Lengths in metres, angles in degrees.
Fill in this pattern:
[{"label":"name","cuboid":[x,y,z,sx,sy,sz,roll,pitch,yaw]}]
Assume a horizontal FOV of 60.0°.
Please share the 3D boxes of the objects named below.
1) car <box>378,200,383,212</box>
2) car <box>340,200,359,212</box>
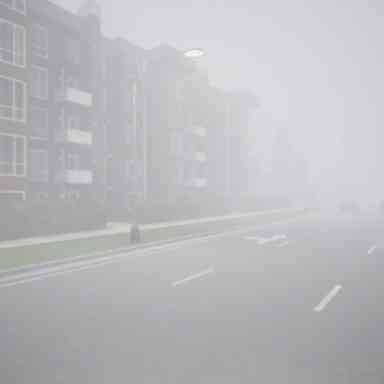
[{"label":"car","cuboid":[23.704,1.632,40.110,2.128,1.511,4.902,-1,0,35]},{"label":"car","cuboid":[19.361,1.732,40.857,2.033,1.411,5.357,-1,-1,29]}]
